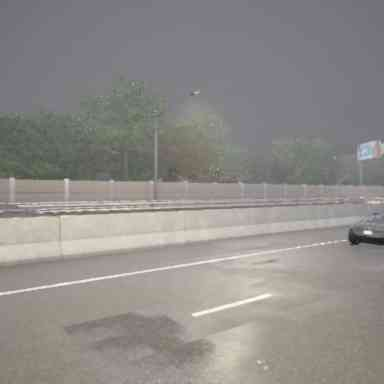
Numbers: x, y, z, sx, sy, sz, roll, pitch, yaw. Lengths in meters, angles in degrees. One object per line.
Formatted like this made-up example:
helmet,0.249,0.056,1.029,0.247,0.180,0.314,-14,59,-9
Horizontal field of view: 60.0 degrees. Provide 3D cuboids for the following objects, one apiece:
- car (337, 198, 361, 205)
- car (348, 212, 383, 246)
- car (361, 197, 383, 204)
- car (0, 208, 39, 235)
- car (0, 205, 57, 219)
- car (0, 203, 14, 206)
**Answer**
car,22.053,1.521,45.490,5.357,1.411,2.033,0,0,-35
car,8.463,1.542,14.085,4.181,1.385,1.994,0,0,-36
car,24.247,1.451,42.759,5.008,1.535,1.882,0,0,-35
car,-10.885,1.598,17.725,4.718,1.301,1.895,0,0,-36
car,-8.443,1.522,15.168,4.674,1.442,1.812,0,0,-36
car,-12.495,1.474,20.873,5.008,1.535,1.882,0,0,-36
